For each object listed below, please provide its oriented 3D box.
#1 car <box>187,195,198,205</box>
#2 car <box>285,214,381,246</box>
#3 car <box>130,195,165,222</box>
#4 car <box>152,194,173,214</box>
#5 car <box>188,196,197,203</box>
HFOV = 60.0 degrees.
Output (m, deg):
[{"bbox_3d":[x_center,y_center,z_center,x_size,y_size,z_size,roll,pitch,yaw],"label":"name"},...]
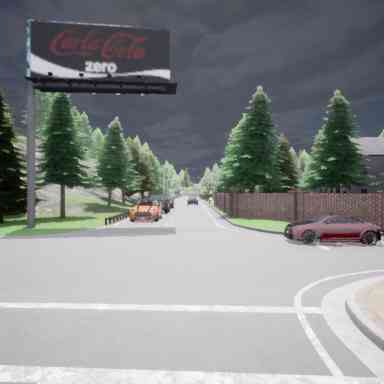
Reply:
[{"bbox_3d":[0.137,1.594,58.704,1.895,1.301,4.718,0,0,0],"label":"car"},{"bbox_3d":[6.608,1.739,15.866,4.181,1.385,1.994,0,0,3],"label":"car"},{"bbox_3d":[-3.583,1.349,26.490,2.097,1.767,4.553,0,0,0],"label":"car"},{"bbox_3d":[-3.574,1.217,36.088,2.150,2.045,5.566,0,0,0],"label":"car"},{"bbox_3d":[0.150,1.497,68.762,1.837,1.490,4.892,0,0,0],"label":"car"}]
